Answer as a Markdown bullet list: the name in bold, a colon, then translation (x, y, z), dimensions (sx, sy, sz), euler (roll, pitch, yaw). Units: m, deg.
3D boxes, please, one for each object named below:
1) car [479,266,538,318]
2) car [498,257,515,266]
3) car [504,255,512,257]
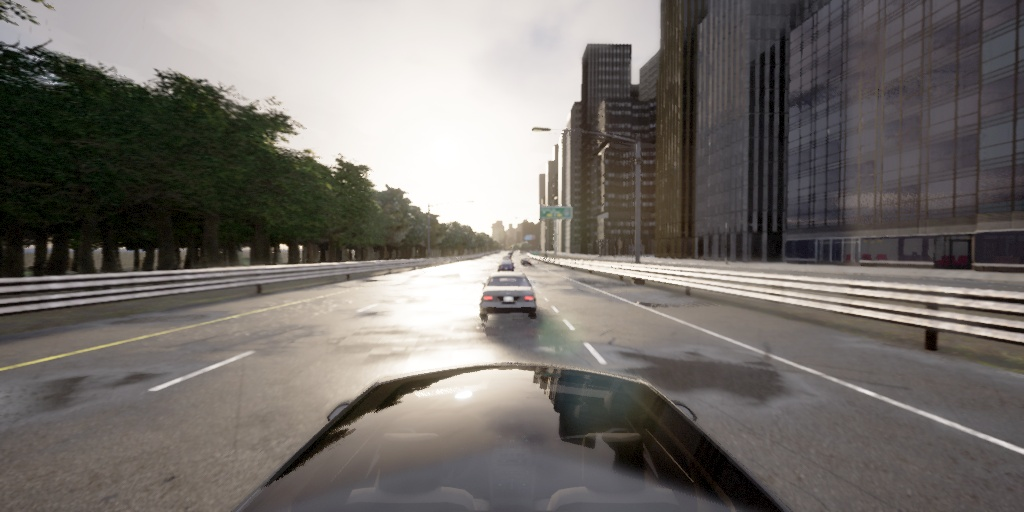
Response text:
- **car**: translation (-0.145, 1.268, 12.777), dimensions (2.033, 1.411, 5.357), euler (0, 0, -1)
- **car**: translation (-0.642, 1.154, 40.746), dimensions (1.812, 1.442, 4.674), euler (0, 0, -1)
- **car**: translation (-0.902, 1.044, 59.275), dimensions (1.837, 1.490, 4.892), euler (0, 0, -1)
